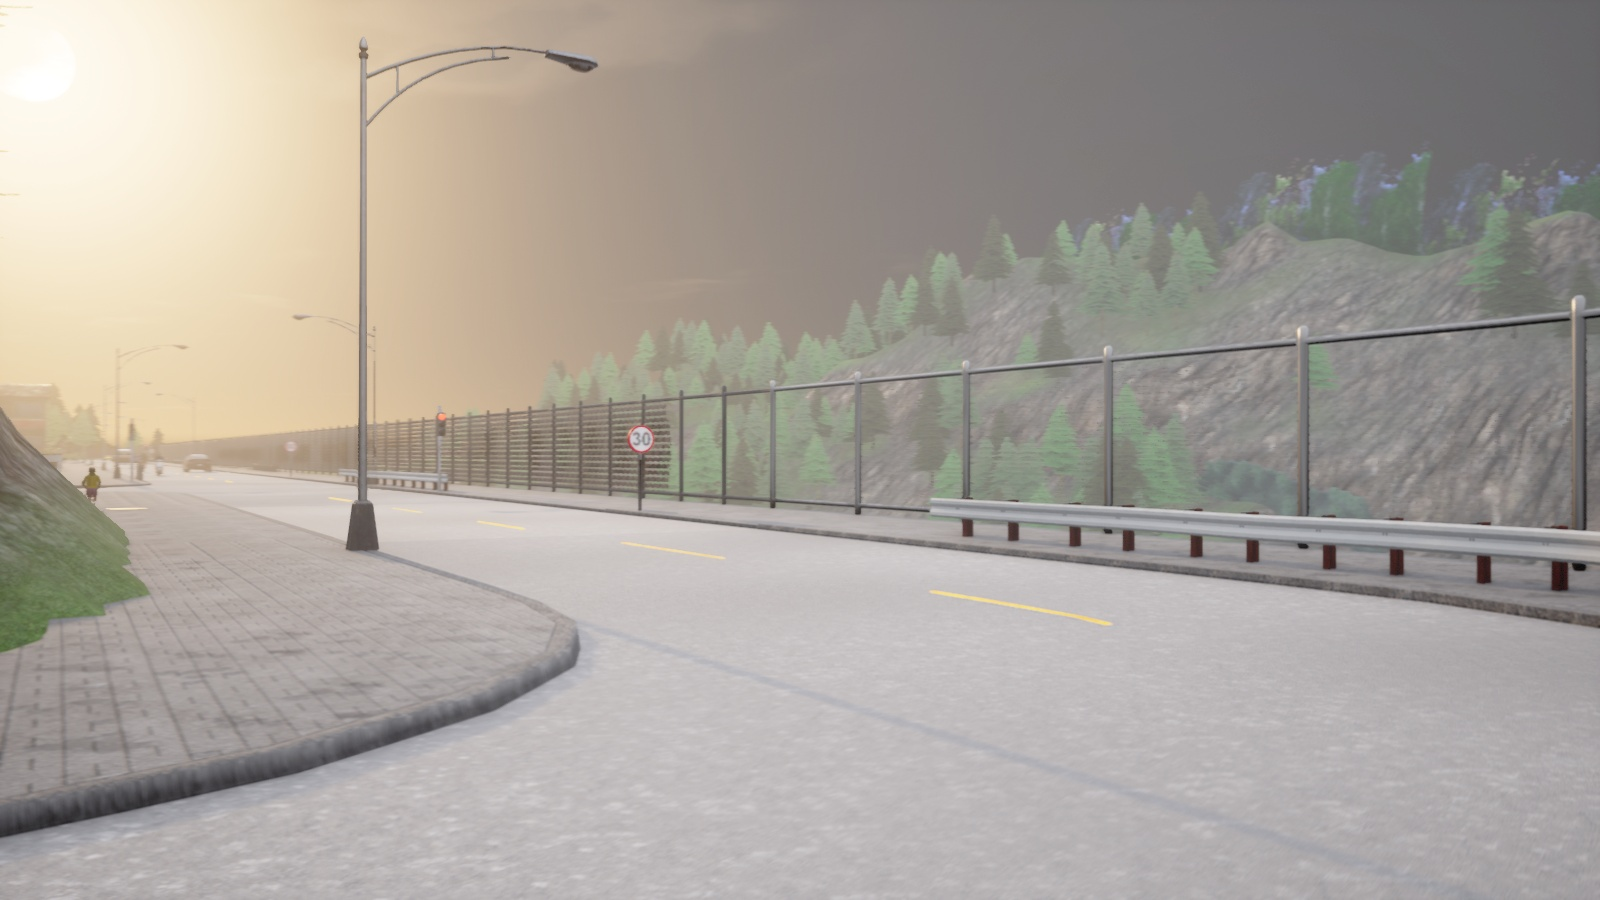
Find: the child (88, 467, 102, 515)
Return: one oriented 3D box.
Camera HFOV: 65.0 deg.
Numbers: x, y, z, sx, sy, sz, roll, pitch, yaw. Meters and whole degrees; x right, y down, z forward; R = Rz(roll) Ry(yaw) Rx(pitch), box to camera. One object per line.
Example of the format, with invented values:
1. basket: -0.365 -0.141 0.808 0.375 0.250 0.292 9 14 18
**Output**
1. child: -17.595 1.018 31.354 0.299 1.160 0.473 0 0 -30
